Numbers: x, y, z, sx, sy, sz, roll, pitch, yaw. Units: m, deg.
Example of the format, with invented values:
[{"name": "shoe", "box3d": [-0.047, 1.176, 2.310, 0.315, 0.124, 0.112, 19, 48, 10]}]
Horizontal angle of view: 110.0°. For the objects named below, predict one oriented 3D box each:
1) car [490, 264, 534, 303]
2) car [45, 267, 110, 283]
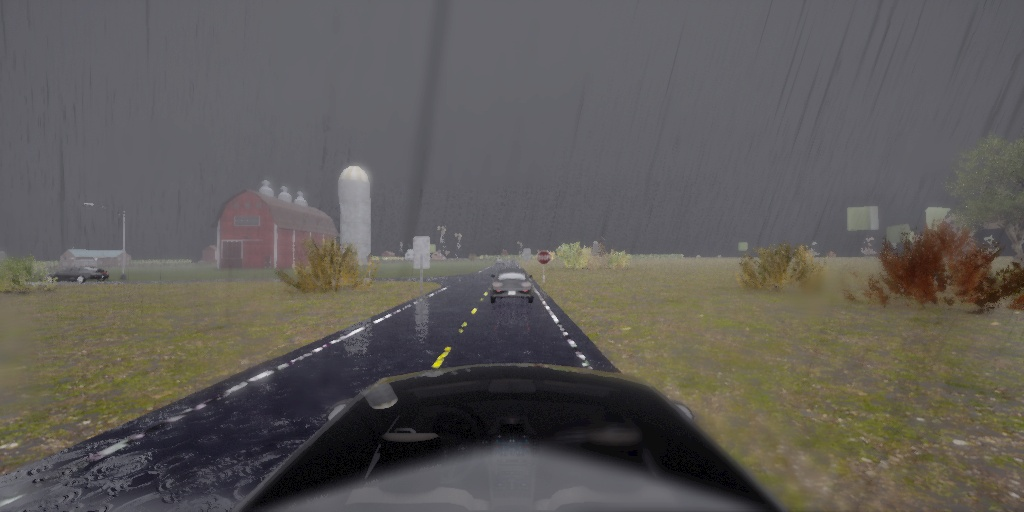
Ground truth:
[{"name": "car", "box3d": [0.000, 1.289, 16.502, 1.812, 1.442, 4.674, 0, 0, 0]}, {"name": "car", "box3d": [-41.892, 1.804, 34.586, 4.892, 1.490, 1.837, -1, -1, 0]}]
